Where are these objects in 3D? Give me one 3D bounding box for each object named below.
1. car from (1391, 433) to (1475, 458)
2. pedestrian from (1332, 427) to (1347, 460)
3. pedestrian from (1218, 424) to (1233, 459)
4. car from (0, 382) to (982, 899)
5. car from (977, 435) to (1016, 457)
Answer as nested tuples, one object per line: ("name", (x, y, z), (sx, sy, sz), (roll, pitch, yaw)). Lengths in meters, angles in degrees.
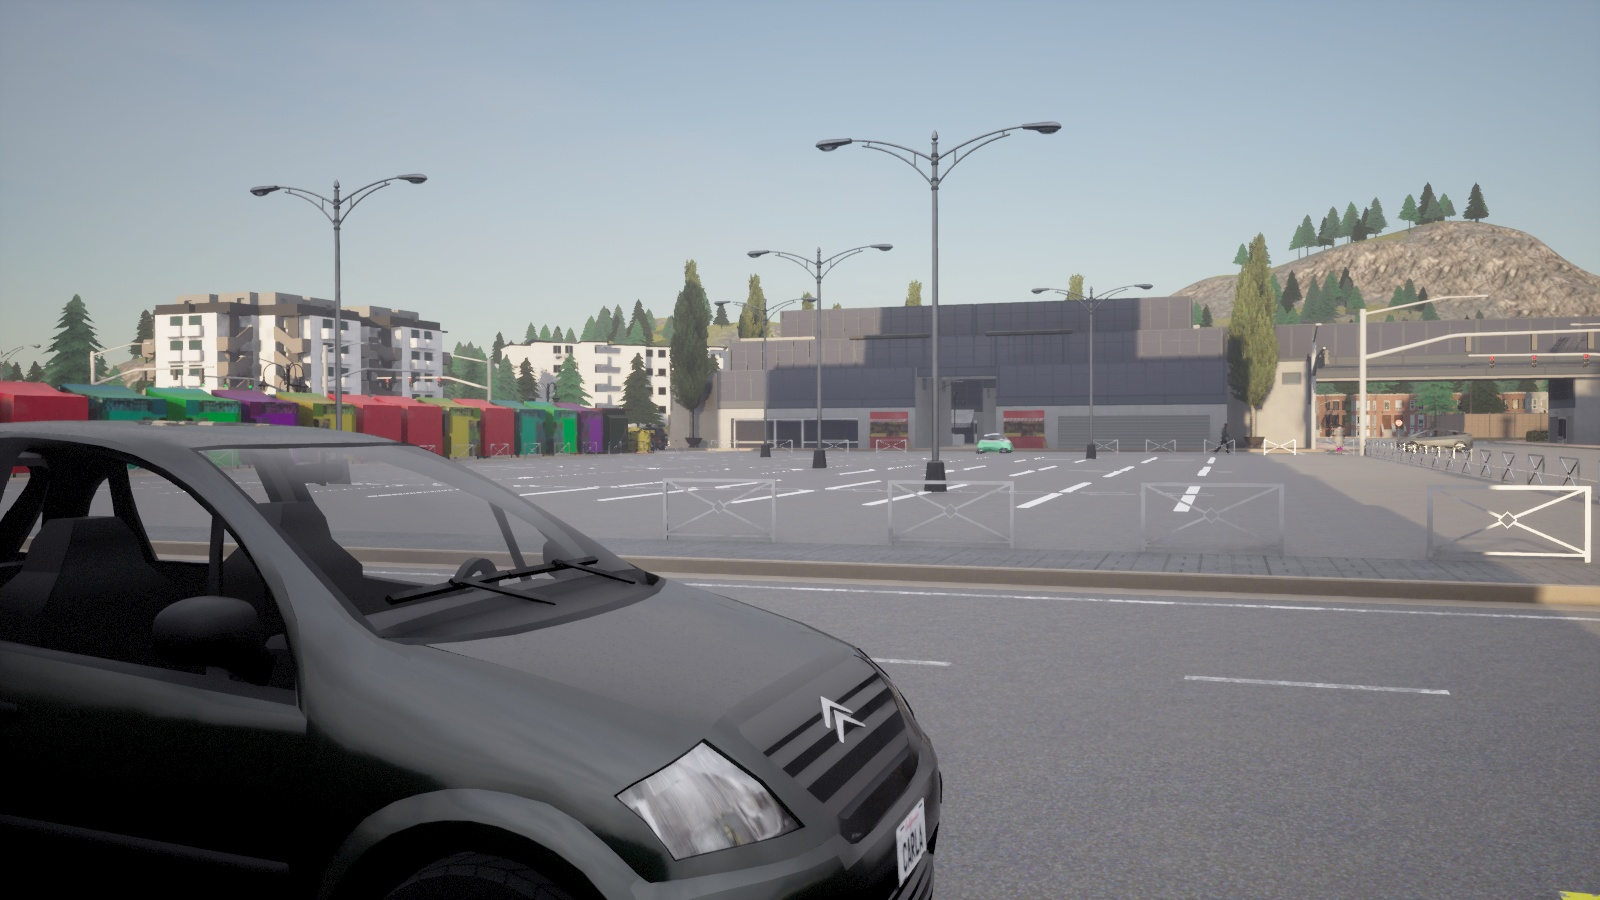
("car", (40.397, -0.305, 80.252), (4.514, 1.525, 2.007), (1, 1, 18))
("pedestrian", (32.118, -0.411, 74.791), (0.659, 1.952, 0.873), (0, 1, 14))
("pedestrian", (23.902, -0.499, 70.556), (0.788, 1.949, 0.423), (1, 1, 22))
("car", (-1.613, 0.659, 3.733), (3.988, 1.617, 1.851), (1, 1, 19))
("car", (12.390, -0.283, 79.086), (2.207, 1.376, 1.481), (0, 1, 20))
